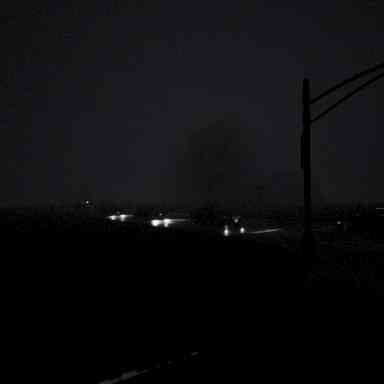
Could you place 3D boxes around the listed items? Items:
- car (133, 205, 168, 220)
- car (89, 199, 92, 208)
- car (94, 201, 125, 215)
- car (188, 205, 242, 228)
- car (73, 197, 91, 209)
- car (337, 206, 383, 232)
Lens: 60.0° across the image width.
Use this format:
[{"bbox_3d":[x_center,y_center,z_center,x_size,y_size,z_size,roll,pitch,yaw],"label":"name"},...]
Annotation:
[{"bbox_3d":[-4.189,1.979,33.230,1.994,1.385,4.181,-1,0,-37],"label":"car"},{"bbox_3d":[-14.393,2.150,53.798,2.128,1.511,4.902,-1,0,-35],"label":"car"},{"bbox_3d":[-10.337,2.108,41.829,2.033,1.411,5.357,-1,0,-35],"label":"car"},{"bbox_3d":[1.642,1.769,25.114,2.128,1.511,4.902,-1,0,-36],"label":"car"},{"bbox_3d":[-20.450,2.025,62.236,2.150,2.045,5.566,-1,0,-36],"label":"car"},{"bbox_3d":[10.708,1.570,18.829,1.837,1.490,4.892,-1,0,-36],"label":"car"}]
